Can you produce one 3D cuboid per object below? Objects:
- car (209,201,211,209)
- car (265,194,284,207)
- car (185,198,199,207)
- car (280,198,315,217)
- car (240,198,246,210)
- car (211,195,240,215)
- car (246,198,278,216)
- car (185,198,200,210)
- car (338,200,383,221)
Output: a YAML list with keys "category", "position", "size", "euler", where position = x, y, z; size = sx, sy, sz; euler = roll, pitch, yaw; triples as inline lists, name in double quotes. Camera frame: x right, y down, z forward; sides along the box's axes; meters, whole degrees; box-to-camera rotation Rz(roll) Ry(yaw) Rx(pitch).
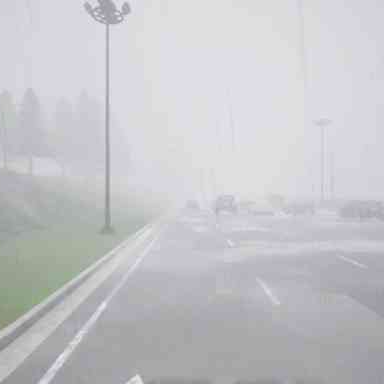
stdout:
- category: "car"
  position: [3.473, 1.645, 45.966]
  size: [1.812, 1.442, 4.674]
  euler: [0, 0, 0]
- category: "car"
  position: [10.510, 1.334, 43.295]
  size: [2.150, 2.045, 5.566]
  euler: [0, 0, 0]
- category: "car"
  position: [0.008, 1.690, 54.917]
  size: [2.033, 1.411, 5.357]
  euler: [0, 0, -3]
- category: "car"
  position: [10.540, 1.590, 32.831]
  size: [1.837, 1.490, 4.892]
  euler: [0, 0, 0]
- category: "car"
  position: [7.012, 1.592, 43.951]
  size: [1.882, 1.535, 5.008]
  euler: [0, 0, 0]
- category: "car"
  position: [3.490, 1.314, 35.567]
  size: [2.150, 2.045, 5.566]
  euler: [0, 0, 1]
- category: "car"
  position: [7.035, 1.614, 33.916]
  size: [1.812, 1.442, 4.674]
  euler: [0, 0, 0]
- category: "car"
  position: [0.031, 1.663, 44.241]
  size: [2.033, 1.411, 5.357]
  euler: [0, 0, 0]
- category: "car"
  position: [14.052, 1.425, 27.780]
  size: [2.097, 1.767, 4.553]
  euler: [0, 0, 0]
